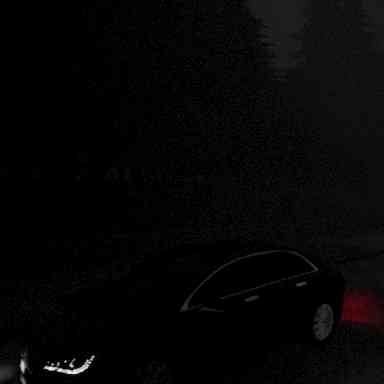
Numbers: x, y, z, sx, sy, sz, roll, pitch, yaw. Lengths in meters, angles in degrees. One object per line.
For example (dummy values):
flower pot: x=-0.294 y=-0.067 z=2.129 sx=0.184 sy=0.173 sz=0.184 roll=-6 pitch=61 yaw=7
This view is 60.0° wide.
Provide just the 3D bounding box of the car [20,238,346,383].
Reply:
car: x=0.269 y=1.503 z=4.777 sx=4.892 sy=1.490 sz=1.837 roll=0 pitch=0 yaw=-35
